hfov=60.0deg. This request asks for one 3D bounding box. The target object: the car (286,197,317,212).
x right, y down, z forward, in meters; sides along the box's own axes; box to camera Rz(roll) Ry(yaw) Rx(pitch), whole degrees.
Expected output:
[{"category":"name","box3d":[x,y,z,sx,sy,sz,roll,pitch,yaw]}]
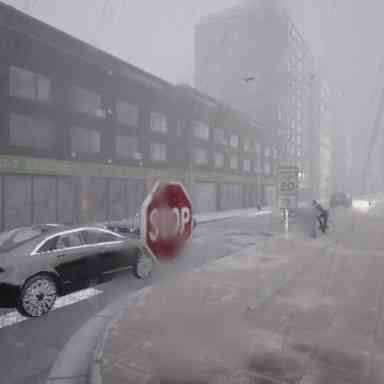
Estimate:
[{"category":"car","box3d":[12.481,1.313,37.662,2.128,1.511,4.902,1,0,32]}]

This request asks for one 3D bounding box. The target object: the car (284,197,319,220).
[{"category":"car","box3d":[8.403,1.406,25.466,1.812,1.442,4.674,1,0,32]}]

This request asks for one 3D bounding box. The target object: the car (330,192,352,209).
[{"category":"car","box3d":[19.599,1.046,43.653,2.150,2.045,5.566,1,0,32]}]

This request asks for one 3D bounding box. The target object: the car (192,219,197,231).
[{"category":"car","box3d":[-1.733,1.495,14.633,1.895,1.301,4.718,1,0,32]}]

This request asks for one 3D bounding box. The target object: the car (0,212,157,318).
[{"category":"car","box3d":[-2.680,1.433,7.458,2.128,1.511,4.902,1,1,32]}]

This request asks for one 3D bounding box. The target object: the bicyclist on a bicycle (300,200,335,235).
[{"category":"bicyclist on a bicycle","box3d":[6.062,1.234,16.114,1.656,1.620,0.582,0,0,32]}]
